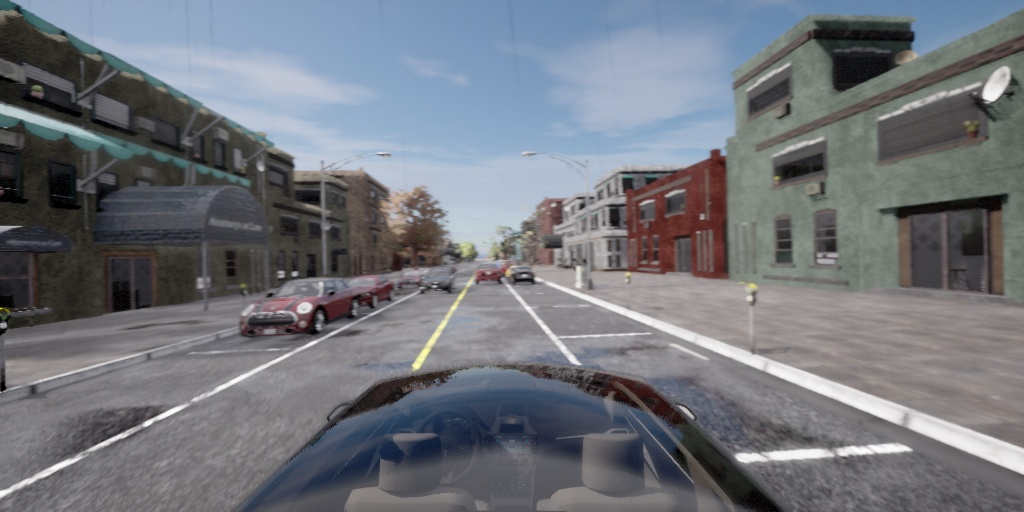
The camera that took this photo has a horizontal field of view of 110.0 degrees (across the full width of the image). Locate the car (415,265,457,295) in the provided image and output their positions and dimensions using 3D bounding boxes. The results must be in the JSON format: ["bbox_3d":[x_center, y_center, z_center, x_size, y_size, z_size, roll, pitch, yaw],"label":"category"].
[{"bbox_3d":[-4.612,1.541,22.887,1.837,1.490,4.892,-1,0,-4],"label":"car"}]

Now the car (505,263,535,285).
[{"bbox_3d":[0.789,1.503,28.381,1.948,1.339,4.313,0,0,-4],"label":"car"}]

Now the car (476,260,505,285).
[{"bbox_3d":[-1.978,1.375,30.186,2.097,1.767,4.553,-1,-1,-4],"label":"car"}]

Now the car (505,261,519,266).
[{"bbox_3d":[0.365,1.517,34.082,1.751,1.417,4.829,0,0,-4],"label":"car"}]

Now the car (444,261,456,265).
[{"bbox_3d":[-9.624,1.735,55.419,2.192,1.841,5.009,0,0,-4],"label":"car"}]

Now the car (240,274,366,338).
[{"bbox_3d":[-6.331,1.429,11.157,1.967,1.591,4.097,0,0,-4],"label":"car"}]

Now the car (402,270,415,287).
[{"bbox_3d":[-7.566,1.733,27.755,1.802,1.307,4.207,0,0,-4],"label":"car"}]

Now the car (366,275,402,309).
[{"bbox_3d":[-6.743,1.589,16.690,1.888,1.381,4.507,0,0,-4],"label":"car"}]
